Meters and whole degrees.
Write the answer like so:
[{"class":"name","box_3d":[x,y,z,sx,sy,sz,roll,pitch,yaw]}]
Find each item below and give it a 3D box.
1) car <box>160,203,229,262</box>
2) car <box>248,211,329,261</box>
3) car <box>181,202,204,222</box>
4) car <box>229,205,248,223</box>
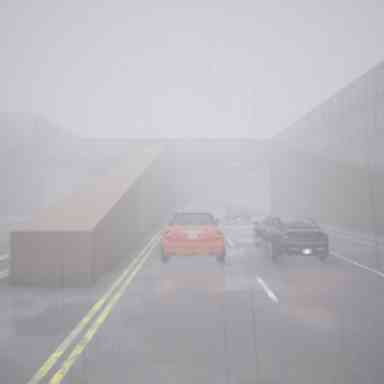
[{"class":"car","box_3d":[0.045,1.408,12.494,2.097,1.767,4.553,0,0,1]},{"class":"car","box_3d":[3.546,1.564,12.615,1.837,1.490,4.892,0,0,0]},{"class":"car","box_3d":[0.052,1.654,28.278,1.812,1.442,4.674,0,0,0]},{"class":"car","box_3d":[3.541,1.723,26.975,1.895,1.301,4.718,0,0,0]}]
